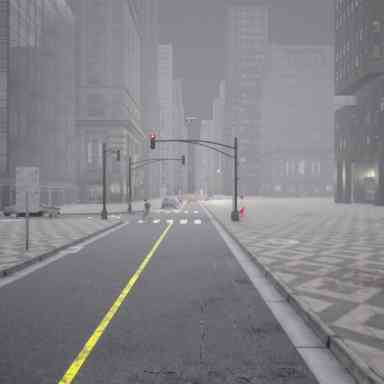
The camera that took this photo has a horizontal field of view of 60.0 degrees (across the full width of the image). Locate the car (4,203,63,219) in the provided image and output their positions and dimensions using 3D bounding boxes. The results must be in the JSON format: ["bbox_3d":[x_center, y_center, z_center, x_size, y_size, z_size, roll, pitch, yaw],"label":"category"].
[{"bbox_3d":[-14.244,1.695,29.980,4.902,1.511,2.128,-1,0,0],"label":"car"}]

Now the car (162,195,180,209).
[{"bbox_3d":[-3.095,1.523,45.967,1.837,1.490,4.892,0,0,0],"label":"car"}]

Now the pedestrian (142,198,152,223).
[{"bbox_3d":[-3.366,1.303,24.403,0.375,1.860,0.375,0,0,0],"label":"pedestrian"}]

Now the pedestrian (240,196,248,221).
[{"bbox_3d":[3.592,1.151,23.775,0.375,1.860,0.375,0,0,0],"label":"pedestrian"}]

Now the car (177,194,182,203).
[{"bbox_3d":[-3.088,1.551,55.433,1.812,1.442,4.674,0,0,0],"label":"car"}]

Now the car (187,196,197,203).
[{"bbox_3d":[-0.004,1.518,69.632,1.882,1.535,5.008,0,0,0],"label":"car"}]
